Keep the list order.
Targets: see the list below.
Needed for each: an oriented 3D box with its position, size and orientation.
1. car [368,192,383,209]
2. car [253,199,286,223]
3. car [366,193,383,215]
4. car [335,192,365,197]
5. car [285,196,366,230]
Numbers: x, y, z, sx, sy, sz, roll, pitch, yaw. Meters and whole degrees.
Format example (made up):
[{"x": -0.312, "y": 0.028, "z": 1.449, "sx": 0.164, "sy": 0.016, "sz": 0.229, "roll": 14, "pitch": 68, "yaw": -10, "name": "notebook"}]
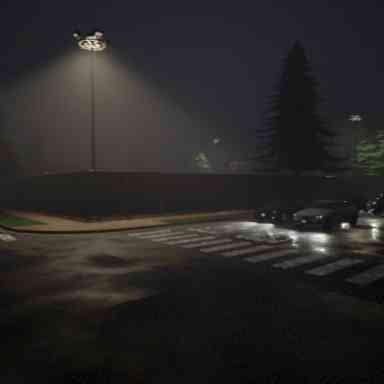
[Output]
[{"x": 19.437, "y": 0.779, "z": 32.628, "sx": 4.902, "sy": 1.511, "sz": 2.128, "roll": -1, "pitch": 1, "yaw": -39, "name": "car"}, {"x": 5.843, "y": 1.161, "z": 21.432, "sx": 4.181, "sy": 1.385, "sz": 1.994, "roll": -1, "pitch": 1, "yaw": -40, "name": "car"}, {"x": 15.100, "y": 0.810, "z": 24.539, "sx": 4.553, "sy": 1.767, "sz": 2.097, "roll": -1, "pitch": 1, "yaw": -39, "name": "car"}, {"x": 12.412, "y": 0.799, "z": 26.862, "sx": 4.553, "sy": 1.767, "sz": 2.097, "roll": -1, "pitch": 1, "yaw": -40, "name": "car"}, {"x": 7.394, "y": 1.160, "z": 18.171, "sx": 4.674, "sy": 1.442, "sz": 1.812, "roll": -1, "pitch": 1, "yaw": -40, "name": "car"}]
